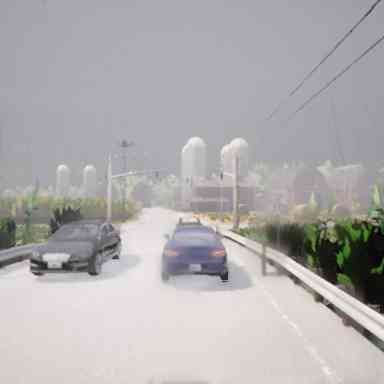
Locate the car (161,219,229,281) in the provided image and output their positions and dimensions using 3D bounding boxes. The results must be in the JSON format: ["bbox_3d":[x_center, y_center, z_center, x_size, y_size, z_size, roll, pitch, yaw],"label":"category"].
[{"bbox_3d":[0.069,1.754,10.369,1.812,1.442,4.674,0,-2,0],"label":"car"}]

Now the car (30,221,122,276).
[{"bbox_3d":[-3.634,1.753,11.225,2.128,1.511,4.902,0,-2,0],"label":"car"}]

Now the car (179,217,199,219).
[{"bbox_3d":[-0.198,2.412,22.087,2.128,1.511,4.902,0,-5,-2],"label":"car"}]
